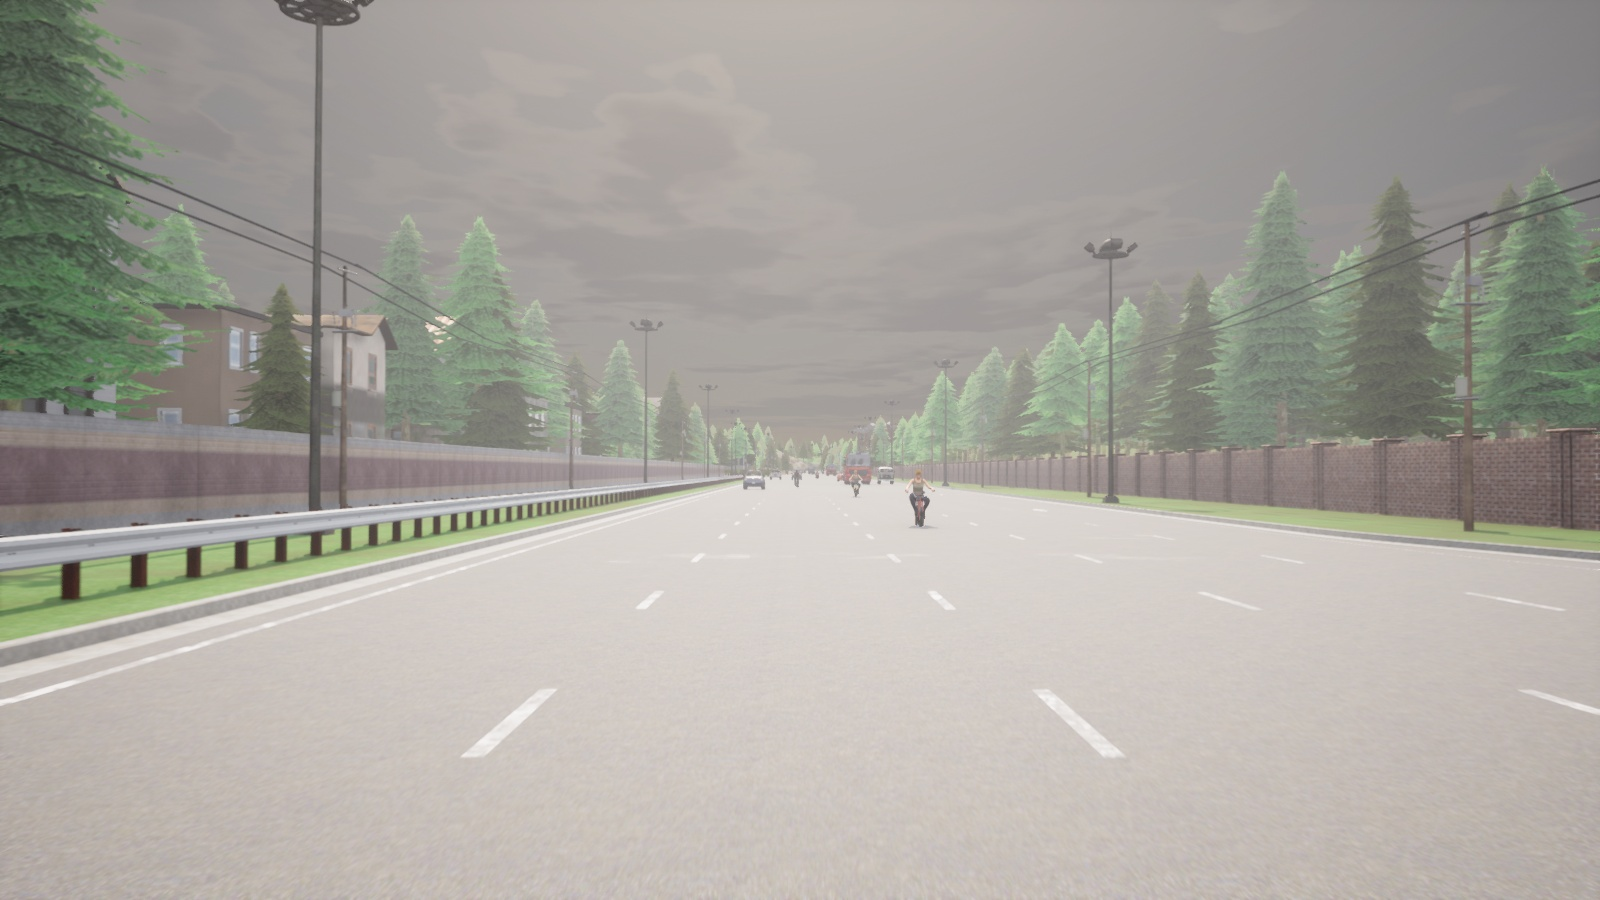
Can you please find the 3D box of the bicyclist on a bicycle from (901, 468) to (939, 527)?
[{"bbox_3d":[3.353,1.315,35.231,0.866,1.612,1.509,0,0,-1],"label":"bicyclist on a bicycle"}]
